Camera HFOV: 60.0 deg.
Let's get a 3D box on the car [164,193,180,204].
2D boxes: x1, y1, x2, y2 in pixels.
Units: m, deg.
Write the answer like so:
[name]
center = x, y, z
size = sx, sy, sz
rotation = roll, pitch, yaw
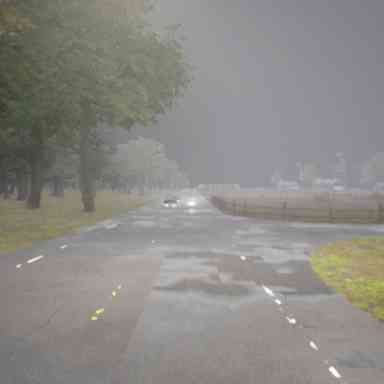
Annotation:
[car]
center = -3.572, 1.278, 55.764
size = 1.994, 1.385, 4.181
rotation = 0, 1, 0
